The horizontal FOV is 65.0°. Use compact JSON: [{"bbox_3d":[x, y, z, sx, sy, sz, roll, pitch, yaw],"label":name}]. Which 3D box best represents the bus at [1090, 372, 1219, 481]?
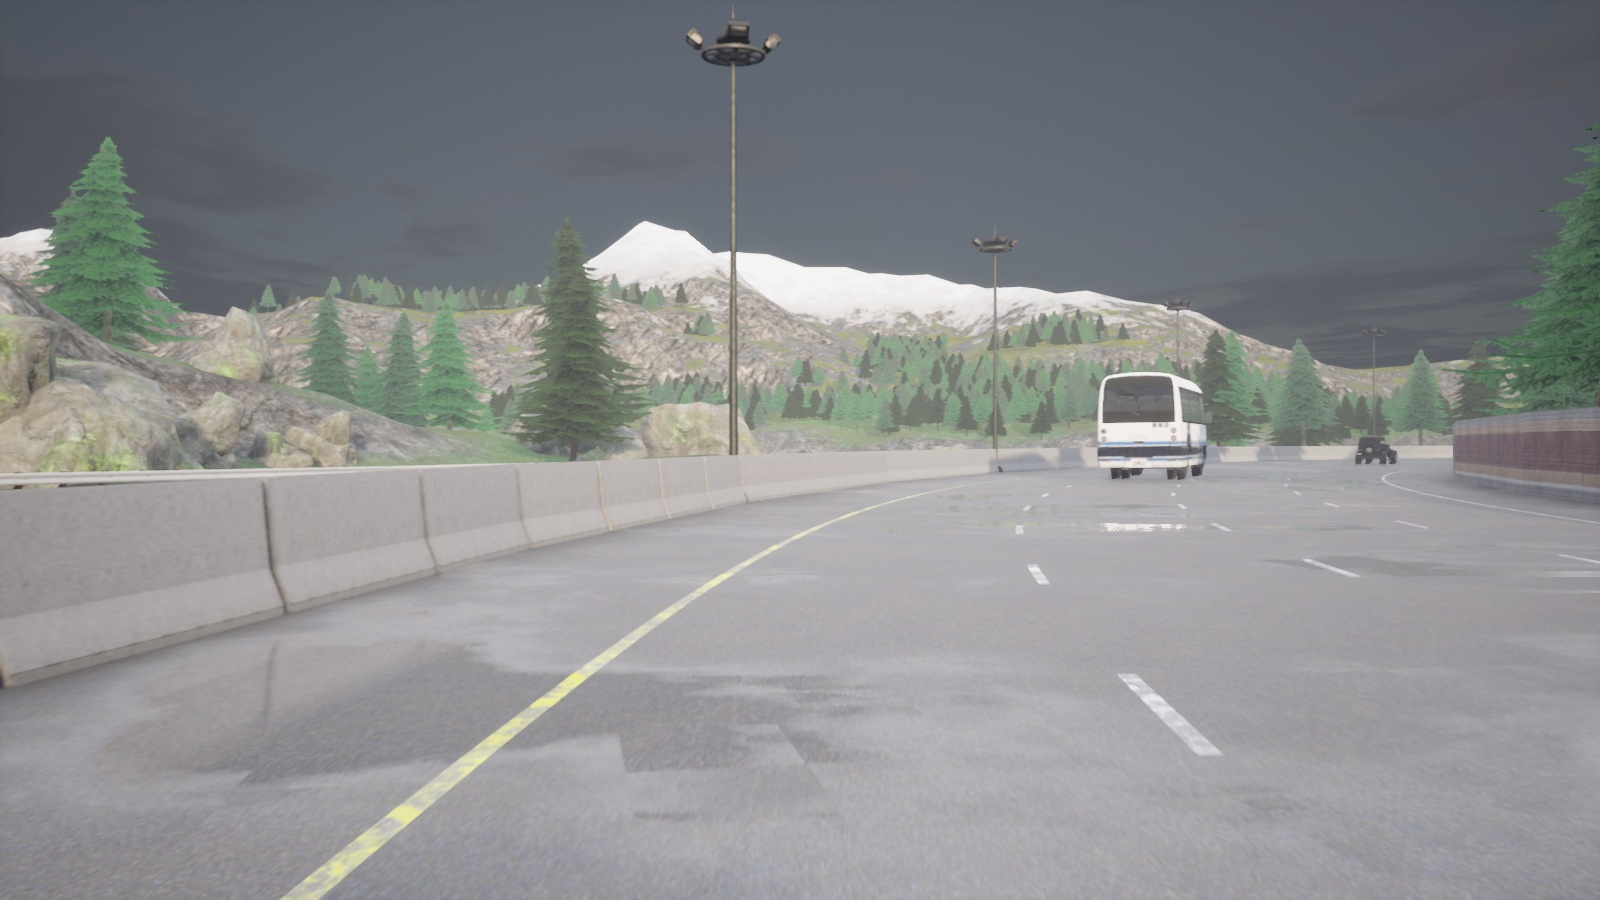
[{"bbox_3d":[15.466,-0.920,54.109,3.944,4.253,10.273,0,0,24],"label":"bus"}]

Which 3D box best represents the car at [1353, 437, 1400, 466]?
[{"bbox_3d":[39.047,0.101,85.001,1.905,1.878,3.866,0,0,40],"label":"car"}]
